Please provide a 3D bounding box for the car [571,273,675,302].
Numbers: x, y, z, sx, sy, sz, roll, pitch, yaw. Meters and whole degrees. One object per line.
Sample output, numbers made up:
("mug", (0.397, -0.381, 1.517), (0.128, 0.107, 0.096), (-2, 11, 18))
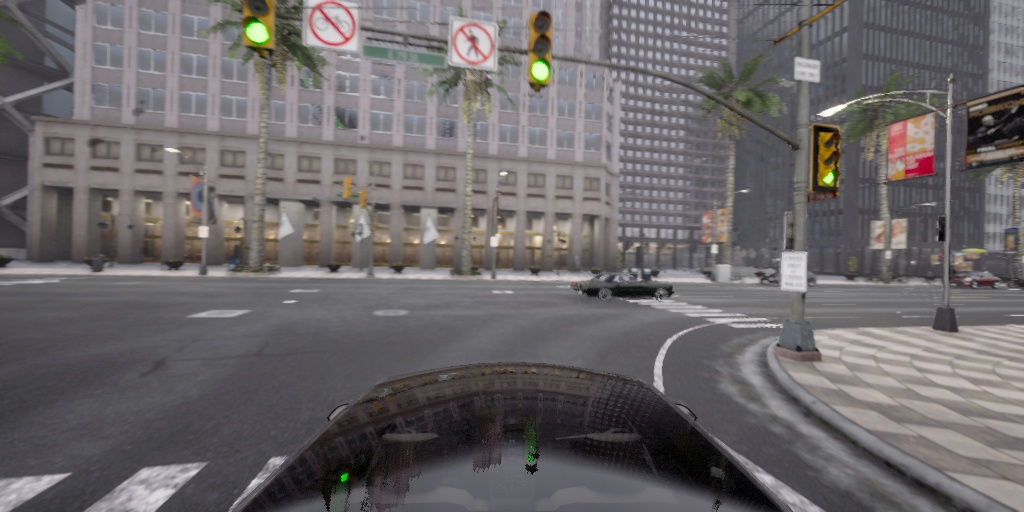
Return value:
("car", (5.398, 1.496, 17.503), (4.718, 1.301, 1.895), (1, 0, -12))
